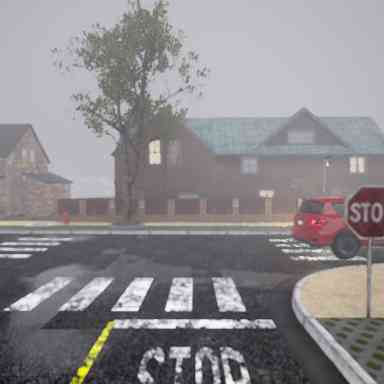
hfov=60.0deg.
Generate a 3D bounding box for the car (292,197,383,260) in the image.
[{"bbox_3d":[6.562,1.210,12.280,5.566,2.045,2.150,1,1,-8],"label":"car"}]
